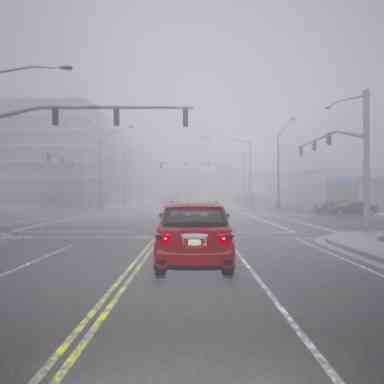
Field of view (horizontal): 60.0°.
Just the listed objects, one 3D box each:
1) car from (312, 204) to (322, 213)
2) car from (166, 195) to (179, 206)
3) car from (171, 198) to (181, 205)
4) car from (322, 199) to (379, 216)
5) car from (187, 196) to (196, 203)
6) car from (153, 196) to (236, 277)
[{"bbox_3d":[16.114,1.600,37.936,4.553,1.767,2.097,0,0,0],"label":"car"},{"bbox_3d":[-3.623,1.636,63.582,2.150,2.045,5.566,0,0,0],"label":"car"},{"bbox_3d":[-3.584,2.032,73.445,1.994,1.385,4.181,0,0,0],"label":"car"},{"bbox_3d":[16.572,1.702,34.428,5.008,1.535,1.882,0,0,0],"label":"car"},{"bbox_3d":[-0.095,1.876,82.256,2.128,1.511,4.902,0,0,0],"label":"car"},{"bbox_3d":[0.071,1.295,10.625,2.150,2.045,5.566,0,0,0],"label":"car"}]
